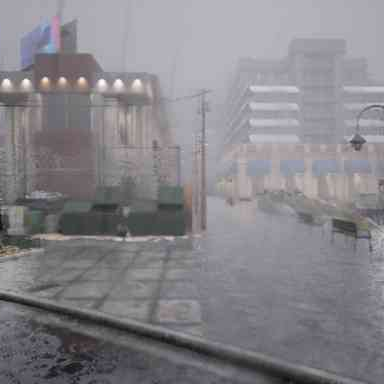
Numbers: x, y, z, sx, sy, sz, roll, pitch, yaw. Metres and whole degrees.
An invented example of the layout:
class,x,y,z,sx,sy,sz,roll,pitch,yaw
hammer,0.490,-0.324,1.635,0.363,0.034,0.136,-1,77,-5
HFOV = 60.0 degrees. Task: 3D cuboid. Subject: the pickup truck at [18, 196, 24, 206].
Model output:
class,x,y,z,sx,sy,sz,roll,pitch,yaw
pickup truck,-11.603,0.957,26.226,2.390,2.098,6.274,0,0,-1
